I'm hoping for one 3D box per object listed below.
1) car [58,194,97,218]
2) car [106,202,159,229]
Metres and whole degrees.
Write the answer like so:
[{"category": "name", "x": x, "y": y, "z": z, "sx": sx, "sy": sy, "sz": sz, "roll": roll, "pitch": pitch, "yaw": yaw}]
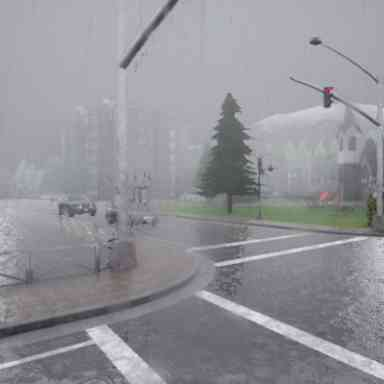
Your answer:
[{"category": "car", "x": -10.564, "y": 1.168, "z": 30.379, "sx": 2.150, "sy": 2.045, "sz": 5.566, "roll": 0, "pitch": 0, "yaw": -36}, {"category": "car", "x": -3.938, "y": 1.437, "z": 21.380, "sx": 2.128, "sy": 1.511, "sz": 4.902, "roll": 0, "pitch": 0, "yaw": -36}]
